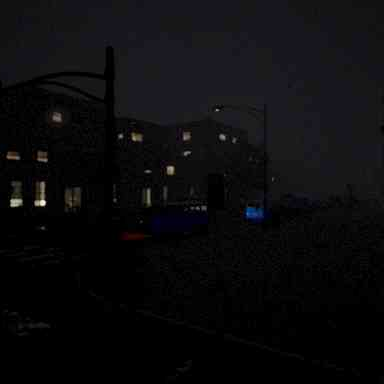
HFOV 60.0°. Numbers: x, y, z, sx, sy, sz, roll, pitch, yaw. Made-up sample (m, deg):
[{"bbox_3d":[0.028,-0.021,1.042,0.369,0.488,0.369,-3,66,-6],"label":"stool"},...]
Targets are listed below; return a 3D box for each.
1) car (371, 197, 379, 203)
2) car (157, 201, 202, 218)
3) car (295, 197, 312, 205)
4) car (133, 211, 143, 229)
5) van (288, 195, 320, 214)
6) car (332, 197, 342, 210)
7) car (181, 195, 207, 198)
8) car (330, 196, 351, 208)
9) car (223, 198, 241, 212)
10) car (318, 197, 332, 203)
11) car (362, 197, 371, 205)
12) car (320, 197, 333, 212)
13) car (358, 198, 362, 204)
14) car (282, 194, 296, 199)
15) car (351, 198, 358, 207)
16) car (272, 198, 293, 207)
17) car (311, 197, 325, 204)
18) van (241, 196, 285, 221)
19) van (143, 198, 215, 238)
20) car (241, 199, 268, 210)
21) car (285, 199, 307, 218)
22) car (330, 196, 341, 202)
[{"bbox_3d":[43.962,1.916,81.181,1.947,1.339,4.313,0,0,35],"label":"car"},{"bbox_3d":[-1.104,1.584,31.683,1.752,1.417,4.829,0,0,35],"label":"car"},{"bbox_3d":[21.233,1.733,63.436,1.887,1.381,4.507,0,0,35],"label":"car"},{"bbox_3d":[-1.490,1.547,21.149,1.882,1.535,5.008,0,0,35],"label":"car"},{"bbox_3d":[12.193,1.484,36.018,1.690,1.788,3.998,0,0,35],"label":"van"},{"bbox_3d":[18.545,1.745,45.051,1.947,1.339,4.313,0,0,35],"label":"car"},{"bbox_3d":[0.076,1.291,28.852,2.150,2.045,5.566,0,0,35],"label":"car"},{"bbox_3d":[21.724,1.513,49.568,2.192,1.841,5.009,0,0,35],"label":"car"},{"bbox_3d":[5.349,1.533,40.856,1.967,1.590,4.097,0,0,35],"label":"car"},{"bbox_3d":[30.763,1.820,76.985,1.947,1.339,4.313,0,0,35],"label":"car"},{"bbox_3d":[34.431,1.826,67.632,1.887,1.381,4.507,0,0,35],"label":"car"},{"bbox_3d":[15.467,1.686,40.674,1.752,1.417,4.829,0,0,35],"label":"car"},{"bbox_3d":[28.175,1.764,58.739,1.752,1.417,4.829,0,0,35],"label":"car"},{"bbox_3d":[14.187,1.373,48.752,2.150,2.045,5.566,0,0,35],"label":"car"},{"bbox_3d":[24.901,1.532,54.084,2.192,1.841,5.009,0,0,35],"label":"car"},{"bbox_3d":[14.879,1.692,54.403,1.887,1.381,4.507,0,0,35],"label":"car"},{"bbox_3d":[27.489,1.756,72.329,1.752,1.417,4.829,0,0,35],"label":"car"},{"bbox_3d":[5.839,1.451,26.986,1.690,1.788,3.998,0,0,35],"label":"van"},{"bbox_3d":[-0.515,1.421,17.953,1.690,1.788,3.998,0,0,35],"label":"van"},{"bbox_3d":[8.525,1.655,45.372,1.887,1.381,4.507,0,0,35],"label":"car"},{"bbox_3d":[9.015,1.670,31.502,1.887,1.381,4.507,0,0,35],"label":"car"},{"bbox_3d":[37.118,1.740,86.017,1.967,1.590,4.097,0,0,35],"label":"car"}]
